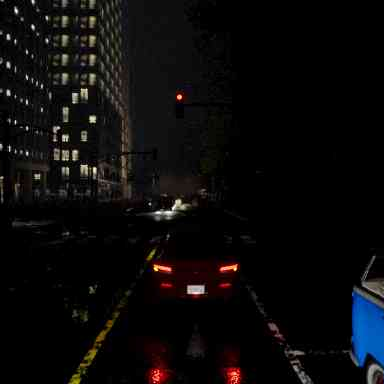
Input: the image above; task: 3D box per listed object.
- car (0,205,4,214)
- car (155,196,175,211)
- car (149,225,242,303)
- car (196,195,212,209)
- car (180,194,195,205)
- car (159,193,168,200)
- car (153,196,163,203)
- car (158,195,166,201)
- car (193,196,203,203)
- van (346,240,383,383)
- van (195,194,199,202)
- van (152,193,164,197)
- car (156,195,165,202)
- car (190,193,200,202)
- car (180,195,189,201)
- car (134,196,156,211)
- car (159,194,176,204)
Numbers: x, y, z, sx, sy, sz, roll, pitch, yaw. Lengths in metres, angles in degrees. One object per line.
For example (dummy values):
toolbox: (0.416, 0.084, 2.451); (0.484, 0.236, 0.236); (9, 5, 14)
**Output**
car: (-18.229, 1.377, 28.480); (4.206, 1.307, 1.802); (1, 0, 3)
car: (-3.420, 1.551, 40.407); (1.994, 1.385, 4.181); (0, 0, -3)
car: (0.051, 1.525, 8.056); (1.812, 1.442, 4.674); (0, 0, 0)
car: (1.884, 1.510, 45.837); (1.752, 1.417, 4.829); (0, 0, -2)
car: (-0.987, 1.452, 59.009); (1.882, 1.535, 5.008); (0, 0, -2)
car: (-8.106, 1.252, 95.169); (2.192, 1.841, 5.009); (0, 0, -3)
car: (-6.848, 1.513, 67.458); (1.887, 1.381, 4.507); (0, 0, -2)
car: (-7.555, 1.532, 84.089); (1.802, 1.307, 4.206); (0, 0, -3)
car: (1.163, 1.492, 68.003); (1.752, 1.417, 4.829); (0, 0, -2)
van: (2.558, 1.341, 2.122); (1.690, 1.788, 3.998); (0, 0, 0)
van: (1.732, 1.322, 51.209); (1.690, 1.788, 3.998); (0, 0, -2)
van: (-6.645, 1.314, 61.915); (1.690, 1.788, 3.998); (0, 0, -2)
car: (-7.302, 1.501, 78.544); (1.887, 1.381, 4.507); (0, 0, -2)
car: (0.714, 1.271, 78.921); (2.192, 1.841, 5.009); (0, 0, -3)
car: (-1.950, 1.479, 81.090); (2.128, 1.511, 4.902); (0, 0, -3)
car: (-5.845, 1.539, 39.744); (2.008, 1.369, 4.403); (0, 0, -1)
car: (-3.665, 1.486, 50.442); (1.837, 1.490, 4.892); (0, 0, -1)
